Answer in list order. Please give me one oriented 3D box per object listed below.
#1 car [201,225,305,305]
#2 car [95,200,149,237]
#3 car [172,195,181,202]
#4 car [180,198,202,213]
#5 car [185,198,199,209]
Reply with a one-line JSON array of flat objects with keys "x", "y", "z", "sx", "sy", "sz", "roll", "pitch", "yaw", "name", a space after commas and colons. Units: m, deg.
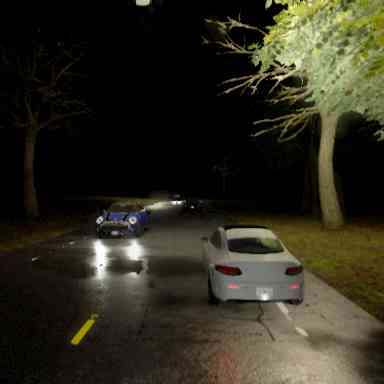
[{"x": 1.227, "y": 1.514, "z": 7.920, "sx": 1.812, "sy": 1.442, "sz": 4.674, "roll": 0, "pitch": 0, "yaw": 0, "name": "car"}, {"x": -3.595, "y": 1.326, "z": 17.714, "sx": 2.097, "sy": 1.767, "sz": 4.553, "roll": 0, "pitch": 0, "yaw": 0, "name": "car"}, {"x": -3.479, "y": 1.418, "z": 76.110, "sx": 2.128, "sy": 1.511, "sz": 4.902, "roll": 0, "pitch": 0, "yaw": 0, "name": "car"}, {"x": 0.080, "y": 1.515, "z": 35.936, "sx": 1.994, "sy": 1.385, "sz": 4.181, "roll": 0, "pitch": 0, "yaw": 1, "name": "car"}, {"x": 0.049, "y": 1.540, "z": 46.266, "sx": 1.895, "sy": 1.301, "sz": 4.718, "roll": 0, "pitch": 0, "yaw": 1, "name": "car"}]
